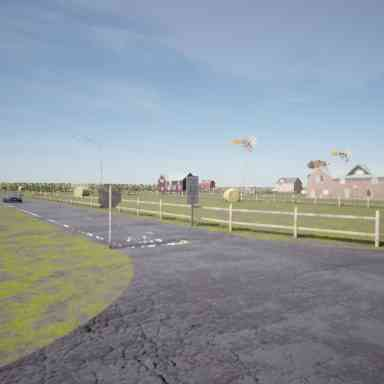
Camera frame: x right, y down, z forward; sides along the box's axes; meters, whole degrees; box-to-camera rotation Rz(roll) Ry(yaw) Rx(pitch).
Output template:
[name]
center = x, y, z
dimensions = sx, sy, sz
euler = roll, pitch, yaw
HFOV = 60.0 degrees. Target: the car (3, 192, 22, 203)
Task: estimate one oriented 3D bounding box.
[car]
center = -24.673, 0.746, 45.651
dimensions = 1.994, 1.385, 4.181
euler = 1, 1, -36
